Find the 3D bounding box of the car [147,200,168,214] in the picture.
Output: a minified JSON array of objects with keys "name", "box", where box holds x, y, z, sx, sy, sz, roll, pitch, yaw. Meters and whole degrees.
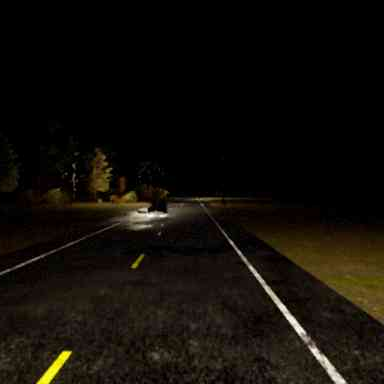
[{"name":"car","box":[-3.574,1.550,35.721,2.033,1.411,5.357,0,0,0]}]
